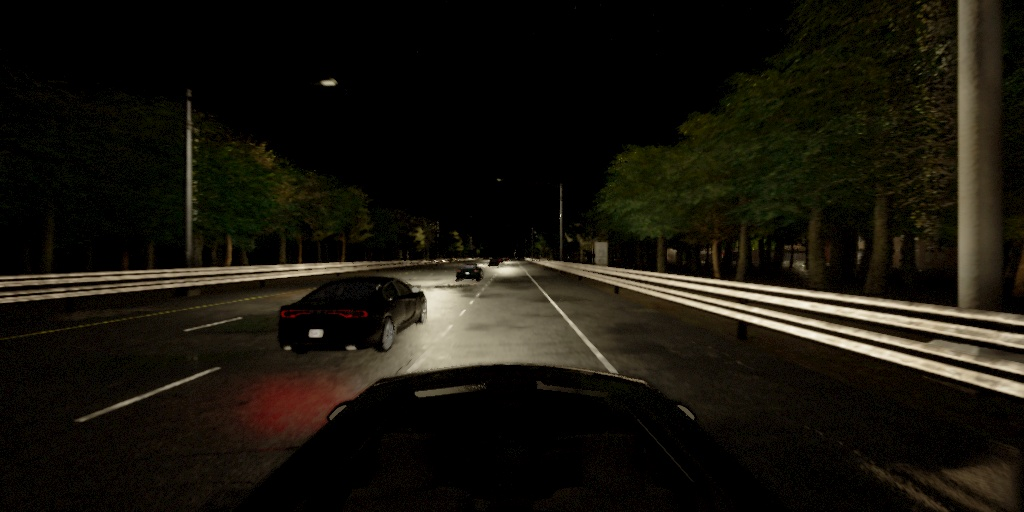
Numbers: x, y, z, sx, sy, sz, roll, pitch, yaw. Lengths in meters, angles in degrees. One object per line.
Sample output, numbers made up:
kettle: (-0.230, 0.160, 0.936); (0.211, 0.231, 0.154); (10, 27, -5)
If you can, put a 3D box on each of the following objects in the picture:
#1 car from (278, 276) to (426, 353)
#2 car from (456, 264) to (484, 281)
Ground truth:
car: (-3.500, 1.230, 8.881); (1.882, 1.535, 5.008); (0, 0, 0)
car: (-3.494, 1.323, 30.012); (1.994, 1.385, 4.181); (0, 0, 0)
